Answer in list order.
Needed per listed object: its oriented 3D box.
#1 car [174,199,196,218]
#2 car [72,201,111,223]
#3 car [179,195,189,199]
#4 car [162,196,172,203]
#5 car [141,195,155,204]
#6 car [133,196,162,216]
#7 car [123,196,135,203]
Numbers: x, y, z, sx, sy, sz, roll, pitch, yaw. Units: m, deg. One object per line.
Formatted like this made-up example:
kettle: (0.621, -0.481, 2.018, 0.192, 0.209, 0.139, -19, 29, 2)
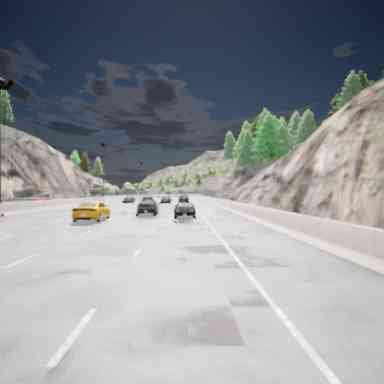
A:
car: (-0.659, 1.588, 30.133, 1.895, 1.301, 4.718, 0, 0, -2)
car: (-7.520, 1.432, 25.223, 1.882, 1.535, 5.008, 0, 0, -2)
car: (-1.584, 1.322, 65.548, 2.097, 1.767, 4.553, 0, 0, -2)
car: (-5.087, 1.517, 65.496, 1.994, 1.385, 4.181, 0, 0, -2)
car: (-8.576, 1.427, 65.086, 2.128, 1.511, 4.902, 0, 0, -2)
car: (-4.204, 1.473, 32.207, 1.837, 1.490, 4.892, 0, 0, -2)
car: (-12.066, 1.482, 64.577, 1.994, 1.385, 4.181, 0, 0, -2)
